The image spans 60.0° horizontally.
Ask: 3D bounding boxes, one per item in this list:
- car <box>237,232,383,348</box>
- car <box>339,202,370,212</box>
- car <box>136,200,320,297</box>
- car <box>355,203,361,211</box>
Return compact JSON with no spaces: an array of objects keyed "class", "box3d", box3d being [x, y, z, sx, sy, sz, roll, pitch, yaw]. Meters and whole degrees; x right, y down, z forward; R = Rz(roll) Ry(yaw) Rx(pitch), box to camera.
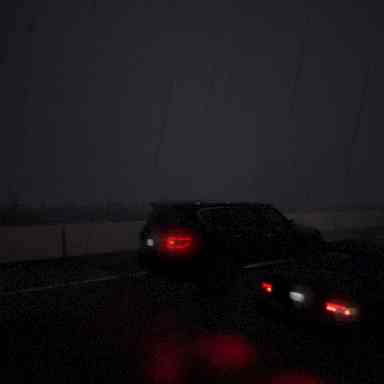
[{"class":"car","box3d":[3.570,1.589,6.290,5.357,1.411,2.033,0,0,-35]},{"class":"car","box3d":[25.406,2.387,51.996,5.357,1.411,2.033,2,-1,-35]},{"class":"car","box3d":[1.252,1.256,8.926,5.566,2.045,2.150,1,-1,-35]},{"class":"car","box3d":[25.046,2.249,47.484,5.008,1.535,1.882,2,-1,-35]}]
